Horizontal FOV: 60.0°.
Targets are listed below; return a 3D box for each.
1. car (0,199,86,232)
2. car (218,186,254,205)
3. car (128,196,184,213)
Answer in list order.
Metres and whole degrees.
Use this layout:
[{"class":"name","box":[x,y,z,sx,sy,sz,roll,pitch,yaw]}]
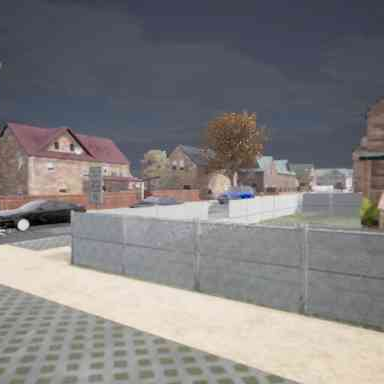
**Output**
[{"class":"car","box":[-8.276,1.166,18.451,1.882,1.535,5.008,1,2,34]},{"class":"car","box":[5.014,0.368,37.143,2.150,2.045,5.566,1,2,36]},{"class":"car","box":[-2.668,1.006,26.386,2.033,1.411,5.357,1,2,35]}]
